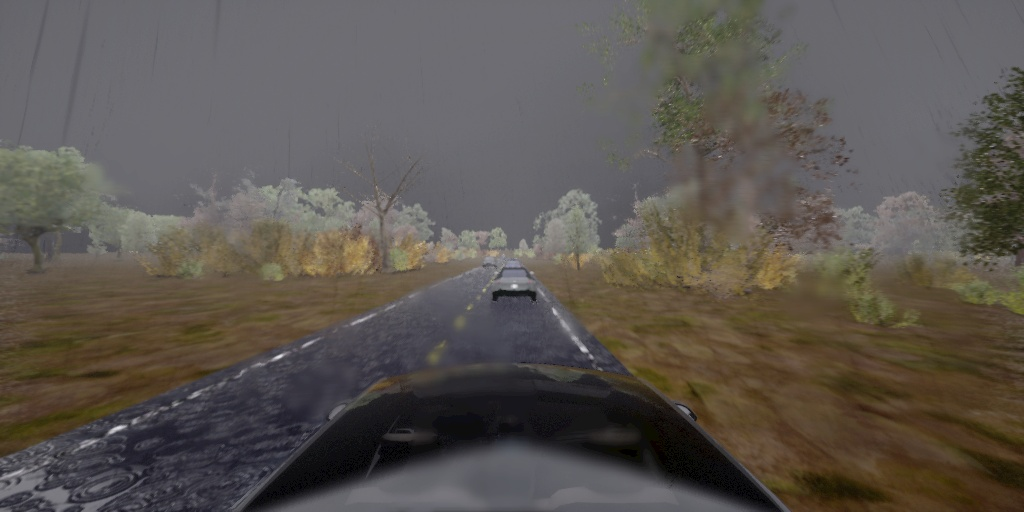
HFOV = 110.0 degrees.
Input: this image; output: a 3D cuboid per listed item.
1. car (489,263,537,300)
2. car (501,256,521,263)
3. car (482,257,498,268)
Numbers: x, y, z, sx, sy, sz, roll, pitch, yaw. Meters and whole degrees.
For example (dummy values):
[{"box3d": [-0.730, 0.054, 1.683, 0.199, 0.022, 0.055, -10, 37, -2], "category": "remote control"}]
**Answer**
[{"box3d": [0.101, 1.191, 16.700, 1.994, 1.385, 4.181, 0, 0, 0], "category": "car"}, {"box3d": [0.103, 1.026, 34.845, 2.033, 1.411, 5.357, 0, 0, 0], "category": "car"}, {"box3d": [-3.046, 0.862, 49.512, 1.837, 1.490, 4.892, 0, 1, 0], "category": "car"}]
